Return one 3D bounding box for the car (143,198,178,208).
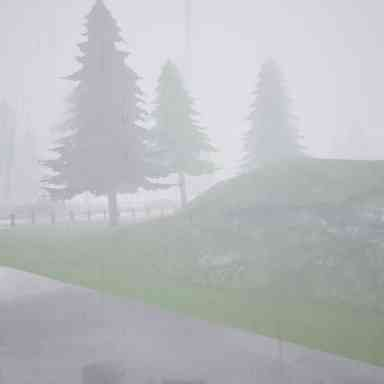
[{"bbox_3d":[-3.797,1.471,40.510,4.181,1.385,1.994,0,0,-37],"label":"car"}]

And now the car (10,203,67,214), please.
[{"bbox_3d":[-14.215,1.384,31.037,2.128,1.511,4.902,0,0,44],"label":"car"}]
